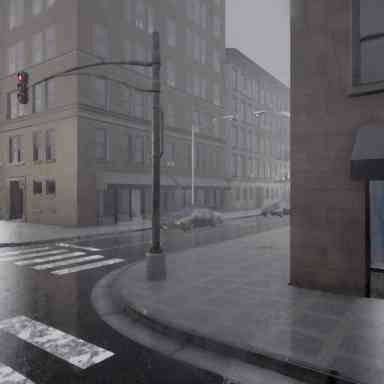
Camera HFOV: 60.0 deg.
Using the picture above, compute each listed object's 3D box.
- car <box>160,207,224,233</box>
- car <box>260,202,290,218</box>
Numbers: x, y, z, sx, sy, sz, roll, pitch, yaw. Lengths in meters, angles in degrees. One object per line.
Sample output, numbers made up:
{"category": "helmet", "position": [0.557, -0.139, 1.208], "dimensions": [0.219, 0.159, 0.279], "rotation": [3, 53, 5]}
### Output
{"category": "car", "position": [0.052, 1.650, 20.929], "dimensions": [2.033, 1.411, 5.357], "rotation": [0, 0, 35]}
{"category": "car", "position": [8.635, 1.731, 32.996], "dimensions": [2.033, 1.411, 5.357], "rotation": [0, 0, 36]}
